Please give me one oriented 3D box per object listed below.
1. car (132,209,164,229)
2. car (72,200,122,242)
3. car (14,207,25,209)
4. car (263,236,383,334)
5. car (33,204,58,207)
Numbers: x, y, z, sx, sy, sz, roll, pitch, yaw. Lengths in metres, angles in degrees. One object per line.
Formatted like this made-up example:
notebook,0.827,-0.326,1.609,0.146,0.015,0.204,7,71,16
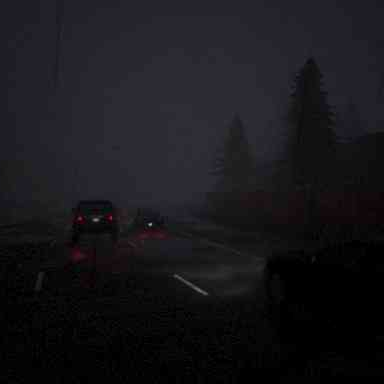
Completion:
car,-3.281,1.851,24.035,1.895,1.301,4.718,0,-1,-14
car,-5.299,1.424,18.105,2.150,2.045,5.566,0,-1,-17
car,-26.563,2.197,52.942,2.033,1.411,5.357,0,-1,5
car,3.296,1.517,5.802,1.882,1.535,5.008,0,-1,-27
car,-23.012,2.160,53.278,1.812,1.442,4.674,0,-1,5
